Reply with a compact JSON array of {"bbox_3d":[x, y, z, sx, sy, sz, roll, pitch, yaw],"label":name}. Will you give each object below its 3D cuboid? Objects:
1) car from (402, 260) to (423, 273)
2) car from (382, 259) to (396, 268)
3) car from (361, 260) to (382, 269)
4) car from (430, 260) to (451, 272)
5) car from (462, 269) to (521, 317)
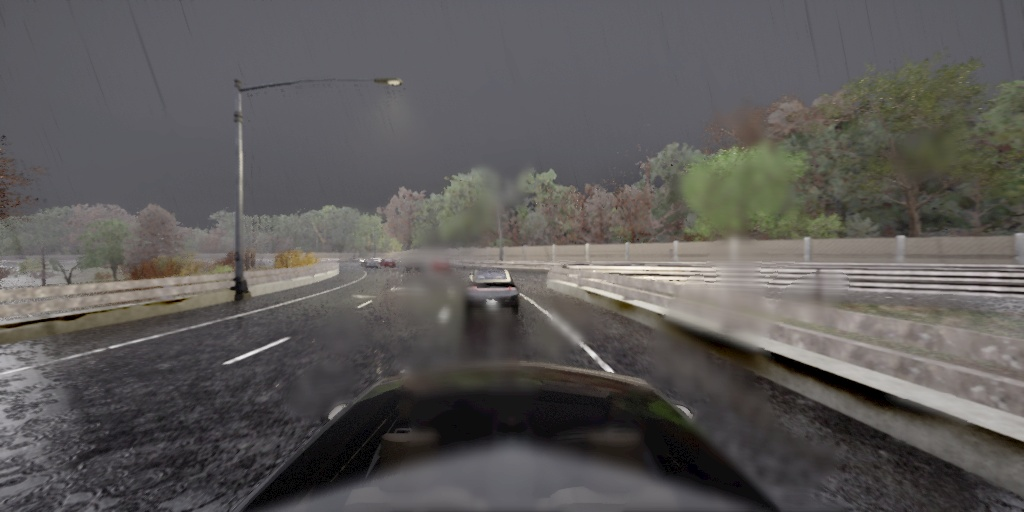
[{"bbox_3d":[-12.083,1.243,43.655,1.837,1.490,4.892,0,0,-22],"label":"car"},{"bbox_3d":[-21.308,1.238,61.102,1.882,1.535,5.008,0,0,-33],"label":"car"},{"bbox_3d":[-22.741,1.326,57.038,2.033,1.411,5.357,0,0,-32],"label":"car"},{"bbox_3d":[-9.119,1.192,45.607,1.882,1.535,5.008,0,0,-23],"label":"car"},{"bbox_3d":[-0.796,1.222,13.228,2.128,1.511,4.902,0,0,-5],"label":"car"}]
